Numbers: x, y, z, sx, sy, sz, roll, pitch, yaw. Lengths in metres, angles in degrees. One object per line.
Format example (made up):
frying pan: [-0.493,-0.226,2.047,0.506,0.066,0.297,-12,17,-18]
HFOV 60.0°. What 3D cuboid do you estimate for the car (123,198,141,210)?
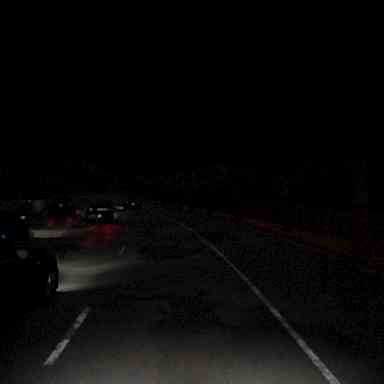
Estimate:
car: [-7.435,1.408,41.085,1.994,1.385,4.181,0,0,-15]

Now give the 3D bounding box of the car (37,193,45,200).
car: [-28.633,1.389,65.488,1.895,1.301,4.718,0,0,-15]

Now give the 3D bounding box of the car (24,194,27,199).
car: [-40.786,1.099,83.594,2.033,1.411,5.357,0,0,-15]

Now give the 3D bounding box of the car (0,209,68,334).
car: [-3.755,1.340,5.100,2.097,1.767,4.553,0,0,-3]

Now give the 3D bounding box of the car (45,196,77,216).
car: [-12.091,1.249,31.380,2.097,1.767,4.553,0,0,-15]

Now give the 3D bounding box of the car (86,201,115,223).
car: [-6.786,1.403,24.741,2.128,1.511,4.902,0,0,-13]

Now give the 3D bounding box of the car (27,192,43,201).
car: [-34.843,0.992,75.029,2.150,2.045,5.566,0,0,-15]
